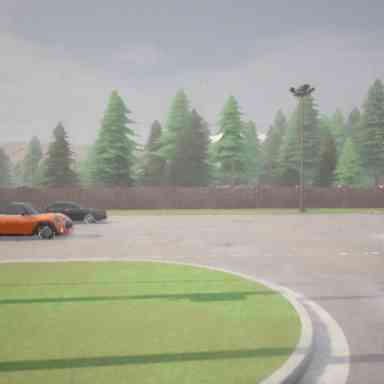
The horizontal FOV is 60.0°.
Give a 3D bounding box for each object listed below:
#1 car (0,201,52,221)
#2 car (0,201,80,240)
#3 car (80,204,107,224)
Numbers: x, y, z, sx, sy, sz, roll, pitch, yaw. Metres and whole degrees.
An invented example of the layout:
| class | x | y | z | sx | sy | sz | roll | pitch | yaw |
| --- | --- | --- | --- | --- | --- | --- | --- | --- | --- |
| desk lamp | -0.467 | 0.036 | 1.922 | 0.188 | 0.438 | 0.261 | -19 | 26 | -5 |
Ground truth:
| class | x | y | z | sx | sy | sz | roll | pitch | yaw |
| --- | --- | --- | --- | --- | --- | --- | --- | --- | --- |
| car | -14.000 | 1.440 | 25.850 | 5.357 | 1.411 | 2.033 | 0 | 0 | -5 |
| car | -8.074 | 1.285 | 15.802 | 4.553 | 1.767 | 2.097 | 0 | 0 | -5 |
| car | -8.348 | 1.402 | 22.802 | 4.892 | 1.490 | 1.837 | 0 | 0 | -5 |
